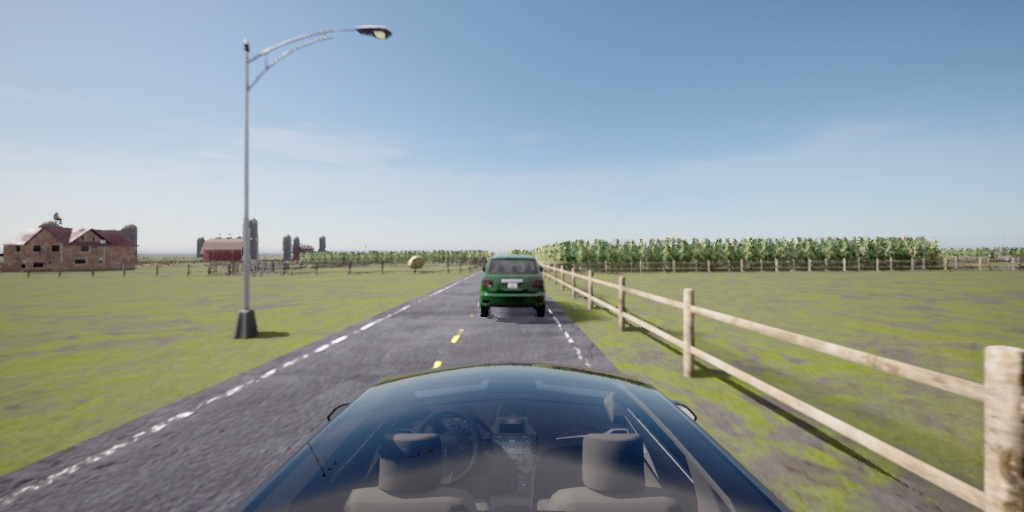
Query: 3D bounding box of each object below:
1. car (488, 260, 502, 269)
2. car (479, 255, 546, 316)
[{"bbox_3d":[-2.789,1.376,59.901,1.994,1.385,4.181,0,0,1],"label":"car"},{"bbox_3d":[0.036,0.983,13.483,2.150,2.045,5.566,0,0,0],"label":"car"}]
